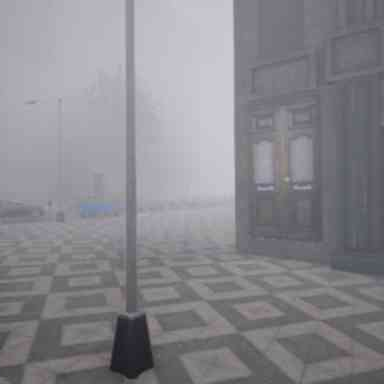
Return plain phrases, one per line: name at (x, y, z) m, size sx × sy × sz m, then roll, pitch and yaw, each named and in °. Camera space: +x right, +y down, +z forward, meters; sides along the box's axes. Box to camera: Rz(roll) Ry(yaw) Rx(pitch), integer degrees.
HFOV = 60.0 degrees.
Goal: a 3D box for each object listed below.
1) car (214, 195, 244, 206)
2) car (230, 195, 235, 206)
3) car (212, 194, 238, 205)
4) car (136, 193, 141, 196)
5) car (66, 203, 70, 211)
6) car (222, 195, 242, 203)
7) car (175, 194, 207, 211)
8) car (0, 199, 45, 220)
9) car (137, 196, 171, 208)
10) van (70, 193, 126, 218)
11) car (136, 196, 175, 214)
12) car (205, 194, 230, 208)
car at (5.408, 1.195, 47.999) m, size 2.033 × 1.411 × 5.357 m, roll -1°, pitch 0°, yaw 36°
car at (5.489, 1.184, 43.428) m, size 2.008 × 1.369 × 4.403 m, roll 0°, pitch 0°, yaw 35°
car at (5.337, 1.156, 53.184) m, size 2.128 × 1.511 × 4.902 m, roll -1°, pitch 0°, yaw 35°
car at (-7.933, 1.053, 39.233) m, size 2.192 × 1.841 × 5.009 m, roll 0°, pitch 0°, yaw 35°
car at (-10.989, 1.298, 34.917) m, size 1.887 × 1.381 × 4.507 m, roll 0°, pitch 0°, yaw 35°
car at (7.358, 1.237, 60.809) m, size 1.947 × 1.339 × 4.313 m, roll 0°, pitch 0°, yaw 35°
car at (-0.770, 1.207, 34.594) m, size 1.887 × 1.381 × 4.507 m, roll 0°, pitch 0°, yaw 35°
car at (-12.567, 1.227, 22.728) m, size 2.128 × 1.511 × 4.902 m, roll -1°, pitch 0°, yaw 35°
car at (-4.873, 1.275, 43.548) m, size 2.008 × 1.369 × 4.403 m, roll 0°, pitch 0°, yaw 35°
van at (-7.031, 1.034, 25.761) m, size 1.690 × 1.788 × 3.998 m, roll 0°, pitch 0°, yaw 35°
car at (-3.900, 1.243, 30.177) m, size 1.947 × 1.339 × 4.313 m, roll 0°, pitch 0°, yaw 35°
car at (2.360, 1.229, 39.011) m, size 1.802 × 1.307 × 4.206 m, roll 0°, pitch 0°, yaw 35°
